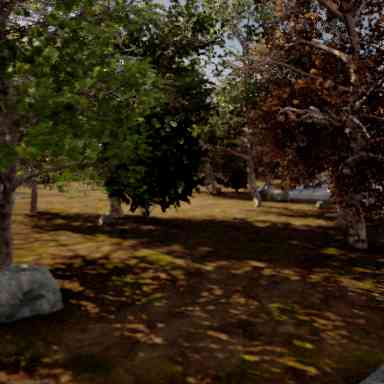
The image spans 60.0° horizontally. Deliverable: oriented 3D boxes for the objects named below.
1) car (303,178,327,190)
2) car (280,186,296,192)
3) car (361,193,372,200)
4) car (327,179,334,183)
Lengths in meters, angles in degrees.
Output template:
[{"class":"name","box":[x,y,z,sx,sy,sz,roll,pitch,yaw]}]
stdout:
[{"class":"car","box":[20.571,-1.260,56.512,2.033,1.411,5.357,-2,4,38]},{"class":"car","box":[15.769,-0.794,54.488,1.895,1.301,4.718,-2,3,25]},{"class":"car","box":[17.883,0.025,34.615,1.994,1.385,4.181,-6,3,-31]},{"class":"car","box":[27.083,-2.225,65.964,4.181,1.385,1.994,-5,3,-27]}]
